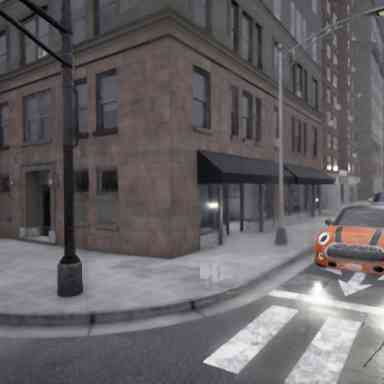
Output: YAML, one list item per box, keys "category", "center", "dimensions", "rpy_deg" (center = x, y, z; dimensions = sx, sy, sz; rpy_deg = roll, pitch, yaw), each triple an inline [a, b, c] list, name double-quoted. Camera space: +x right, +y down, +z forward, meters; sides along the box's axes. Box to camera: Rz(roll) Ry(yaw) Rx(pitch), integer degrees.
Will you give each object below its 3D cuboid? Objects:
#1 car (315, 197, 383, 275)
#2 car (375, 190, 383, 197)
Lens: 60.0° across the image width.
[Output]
- category: "car"
  center: [5.228, 1.207, 9.971]
  dimensions: [2.097, 1.767, 4.553]
  rpy_deg: [0, 1, 34]
- category: "car"
  center: [11.617, 0.915, 19.171]
  dimensions: [2.150, 2.045, 5.566]
  rpy_deg: [0, 1, 35]
